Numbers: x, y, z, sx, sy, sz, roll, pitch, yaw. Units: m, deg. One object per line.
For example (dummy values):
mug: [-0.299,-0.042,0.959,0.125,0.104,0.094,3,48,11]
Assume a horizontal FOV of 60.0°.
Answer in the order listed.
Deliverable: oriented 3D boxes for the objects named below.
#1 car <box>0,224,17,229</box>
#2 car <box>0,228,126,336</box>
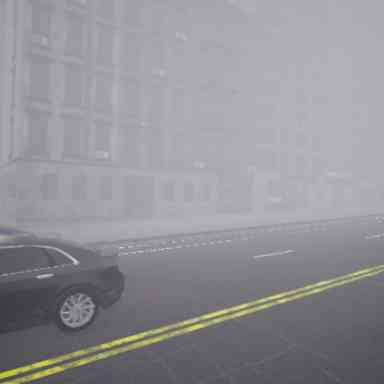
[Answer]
car: [-5.604,1.479,7.669,5.008,1.535,1.882,-1,0,-35]
car: [-3.473,1.503,5.198,4.892,1.490,1.837,-1,0,-35]
